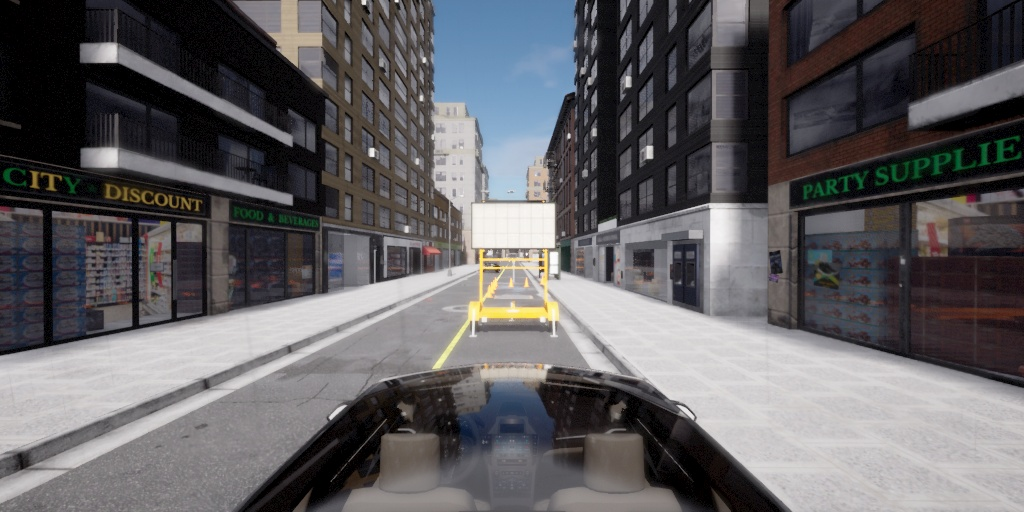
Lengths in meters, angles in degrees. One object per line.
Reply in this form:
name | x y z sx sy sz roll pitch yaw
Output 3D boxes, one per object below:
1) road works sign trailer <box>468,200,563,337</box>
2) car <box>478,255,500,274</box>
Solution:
road works sign trailer | 0.047 0.213 10.257 2.380 3.560 2.880 0 0 0
car | -2.553 0.952 40.688 2.150 2.045 5.566 0 0 0
